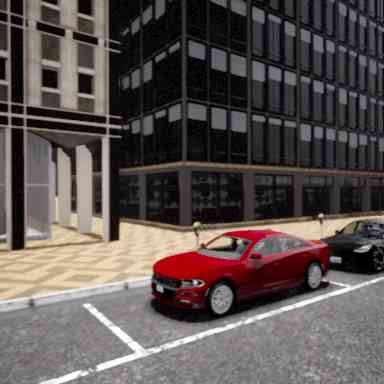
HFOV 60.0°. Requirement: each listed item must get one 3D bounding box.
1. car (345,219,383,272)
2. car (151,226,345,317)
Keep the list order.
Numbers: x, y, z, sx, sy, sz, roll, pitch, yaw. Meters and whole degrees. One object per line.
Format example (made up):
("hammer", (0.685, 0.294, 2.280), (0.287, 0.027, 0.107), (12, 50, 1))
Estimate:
("car", (5.879, 1.559, 10.760), (4.313, 1.339, 1.947), (0, 0, -36))
("car", (1.242, 1.542, 7.451), (4.507, 1.381, 1.887), (0, 0, -36))
